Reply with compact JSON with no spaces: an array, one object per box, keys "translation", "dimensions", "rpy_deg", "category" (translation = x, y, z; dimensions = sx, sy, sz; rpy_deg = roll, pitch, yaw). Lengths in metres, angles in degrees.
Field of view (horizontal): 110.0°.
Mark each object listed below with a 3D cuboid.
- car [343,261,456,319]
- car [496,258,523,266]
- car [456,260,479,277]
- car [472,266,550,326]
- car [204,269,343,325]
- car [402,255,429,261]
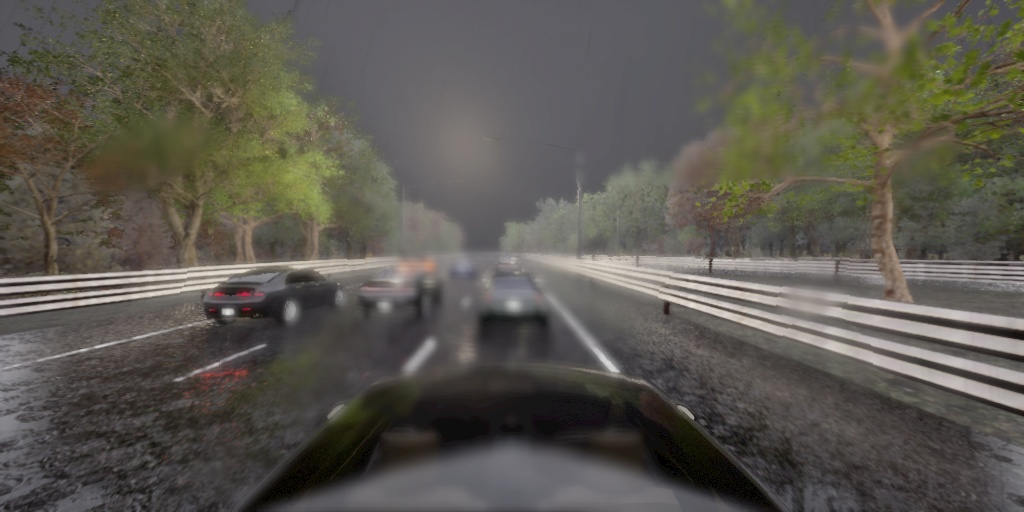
[{"translation":[-3.462,1.107,12.173],"dimensions":[2.128,1.511,4.902],"rpy_deg":[0,1,0],"category":"car"},{"translation":[-0.150,0.916,27.463],"dimensions":[2.128,1.511,4.902],"rpy_deg":[0,1,-1],"category":"car"},{"translation":[-3.661,0.982,28.133],"dimensions":[1.994,1.385,4.181],"rpy_deg":[0,1,-1],"category":"car"},{"translation":[0.041,1.191,11.102],"dimensions":[1.994,1.385,4.181],"rpy_deg":[0,1,0],"category":"car"},{"translation":[-6.959,1.132,11.228],"dimensions":[1.837,1.490,4.892],"rpy_deg":[0,0,0],"category":"car"},{"translation":[-7.148,0.784,27.144],"dimensions":[2.097,1.767,4.553],"rpy_deg":[0,1,-1],"category":"car"}]
